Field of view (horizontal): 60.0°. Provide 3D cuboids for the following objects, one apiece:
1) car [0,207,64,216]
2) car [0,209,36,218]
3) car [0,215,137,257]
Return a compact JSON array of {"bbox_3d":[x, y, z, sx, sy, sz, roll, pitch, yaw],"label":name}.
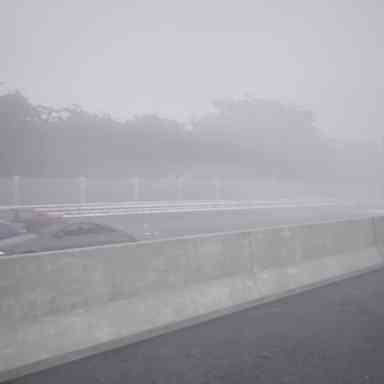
[{"bbox_3d":[-8.443,1.461,15.189,5.008,1.535,1.882,-1,0,-36],"label":"car"},{"bbox_3d":[-8.060,1.531,11.154,4.674,1.442,1.812,-1,0,-36],"label":"car"},{"bbox_3d":[-3.725,1.537,9.963,4.181,1.385,1.994,-1,0,-36],"label":"car"}]
